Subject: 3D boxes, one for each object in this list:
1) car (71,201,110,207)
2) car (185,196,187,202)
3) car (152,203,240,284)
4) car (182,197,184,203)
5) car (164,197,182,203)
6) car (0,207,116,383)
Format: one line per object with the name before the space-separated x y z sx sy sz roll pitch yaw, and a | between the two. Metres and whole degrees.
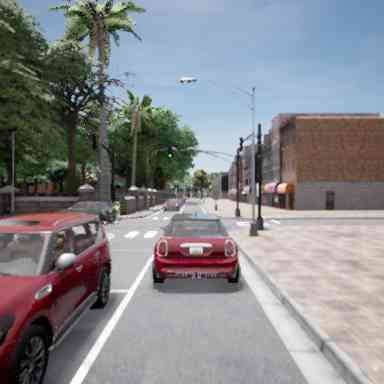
car | -8.123 1.504 24.951 4.553 1.767 2.097 -1 0 11
car | -2.660 1.961 71.743 2.008 1.369 4.403 0 0 0
car | 0.098 1.381 9.817 2.097 1.767 4.553 0 0 0
car | -2.652 1.674 48.989 1.967 1.590 4.097 0 0 0
car | -2.652 1.637 43.301 1.967 1.590 4.097 0 0 0
car | -2.640 1.329 5.153 2.192 1.841 5.009 0 0 0
